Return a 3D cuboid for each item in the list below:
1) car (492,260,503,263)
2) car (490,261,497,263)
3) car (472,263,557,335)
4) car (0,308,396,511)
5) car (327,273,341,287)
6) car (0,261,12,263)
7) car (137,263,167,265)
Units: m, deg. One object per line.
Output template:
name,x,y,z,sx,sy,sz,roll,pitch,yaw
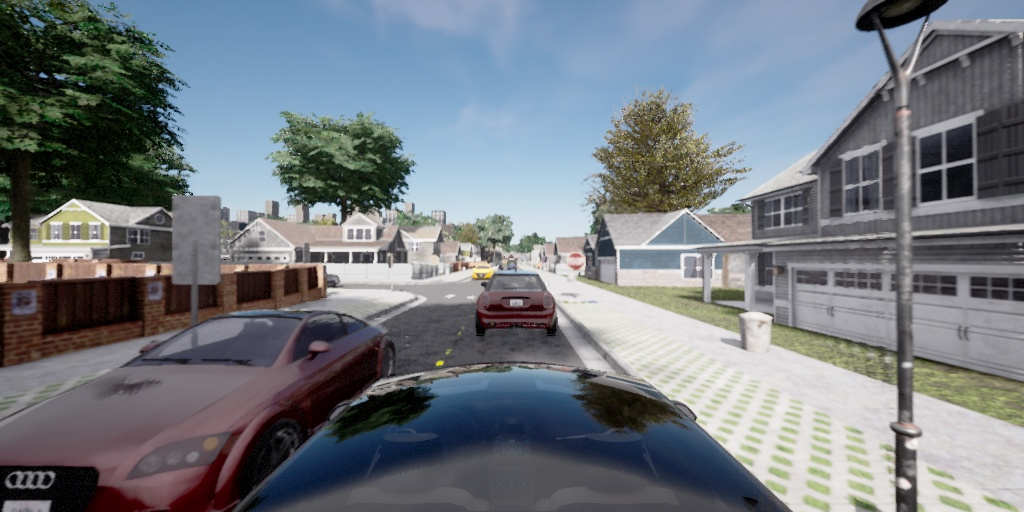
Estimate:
car,-2.787,1.692,65.083,2.150,2.045,5.566,0,-1,1
car,-2.878,1.610,36.728,1.882,1.535,5.008,0,-1,2
car,0.103,1.197,10.960,2.097,1.767,4.553,0,-1,0
car,-2.851,1.336,4.098,1.994,1.385,4.181,0,-1,0
car,-13.553,1.351,23.153,4.674,1.442,1.812,1,-1,2
car,-33.264,1.086,23.211,4.902,1.511,2.128,1,-1,0
car,-22.898,1.208,23.198,4.902,1.511,2.128,1,-1,0
